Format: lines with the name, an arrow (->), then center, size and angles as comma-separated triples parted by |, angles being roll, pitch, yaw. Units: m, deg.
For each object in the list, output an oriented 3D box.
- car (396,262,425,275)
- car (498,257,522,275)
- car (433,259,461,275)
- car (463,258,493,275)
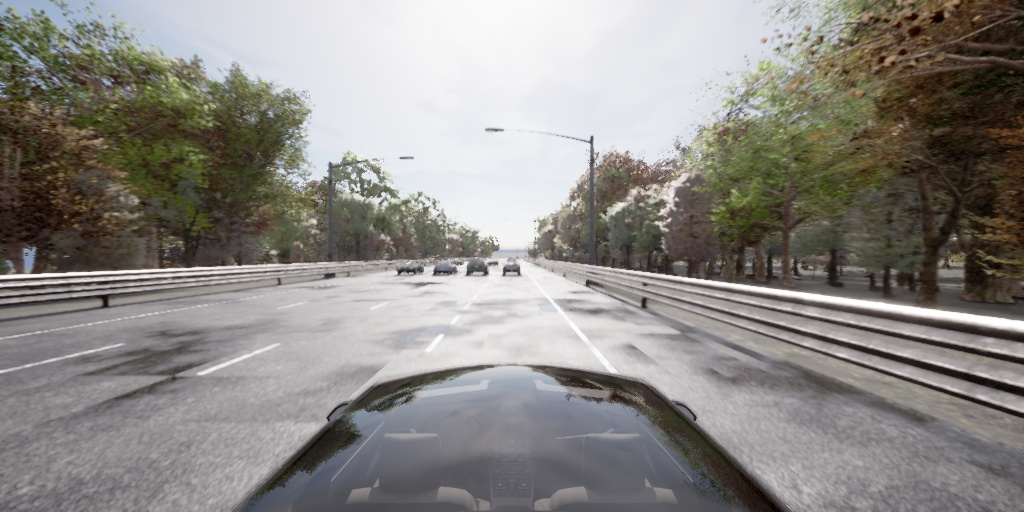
car -> -10.524, 1.292, 37.568 | 1.895, 1.301, 4.718 | 0, 0, 0
car -> -0.018, 1.185, 37.720 | 2.128, 1.511, 4.902 | 0, 0, 0
car -> -7.017, 1.255, 38.152 | 1.994, 1.385, 4.181 | 0, 0, 0
car -> -3.520, 1.043, 37.848 | 2.097, 1.767, 4.553 | 0, 0, 0
